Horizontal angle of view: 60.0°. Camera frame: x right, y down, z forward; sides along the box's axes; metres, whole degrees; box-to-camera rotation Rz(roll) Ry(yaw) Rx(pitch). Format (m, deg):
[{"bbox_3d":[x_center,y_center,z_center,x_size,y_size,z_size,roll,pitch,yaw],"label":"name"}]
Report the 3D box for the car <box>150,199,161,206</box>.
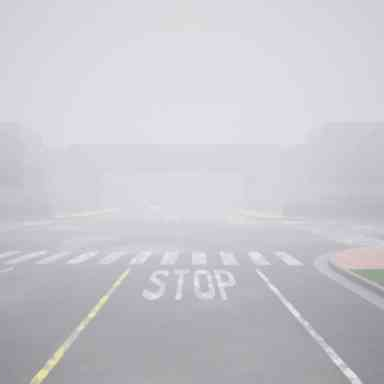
[{"bbox_3d":[-7.662,2.201,69.578,2.128,1.511,4.902,0,-1,0],"label":"car"}]
